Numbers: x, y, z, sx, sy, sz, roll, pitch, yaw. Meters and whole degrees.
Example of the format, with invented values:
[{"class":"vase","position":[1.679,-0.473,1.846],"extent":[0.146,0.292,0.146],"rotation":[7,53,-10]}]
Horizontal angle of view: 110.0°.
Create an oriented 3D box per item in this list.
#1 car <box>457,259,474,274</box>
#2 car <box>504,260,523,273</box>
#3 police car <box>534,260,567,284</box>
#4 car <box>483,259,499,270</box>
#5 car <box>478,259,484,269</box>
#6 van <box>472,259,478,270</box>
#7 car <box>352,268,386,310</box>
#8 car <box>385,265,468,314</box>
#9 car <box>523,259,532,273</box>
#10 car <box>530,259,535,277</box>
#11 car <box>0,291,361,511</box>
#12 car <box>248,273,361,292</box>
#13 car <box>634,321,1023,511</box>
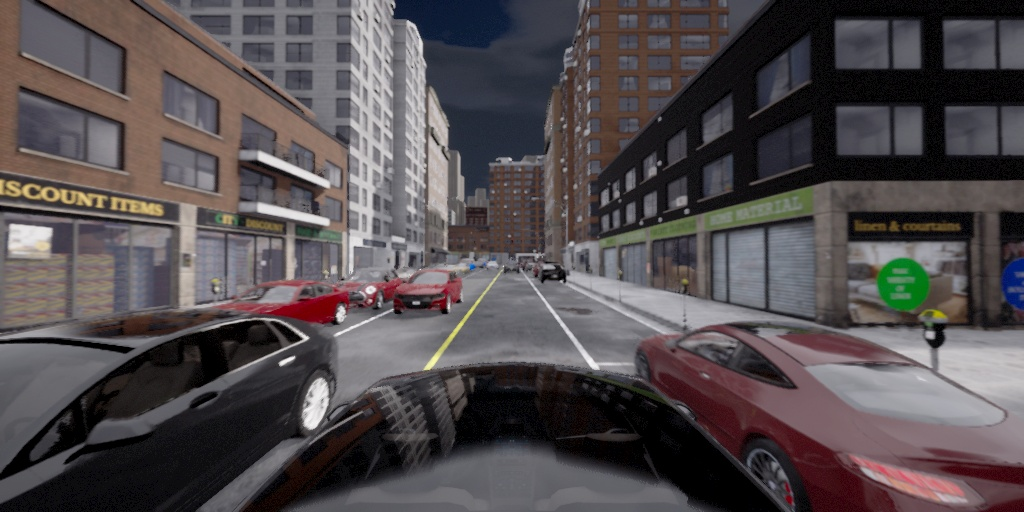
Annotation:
[{"class":"car","position":[-5.902,1.432,41.965],"extent":[1.751,1.417,4.829],"rotation":[0,0,0]},{"class":"car","position":[-0.036,1.426,46.200],"extent":[2.128,1.511,4.902],"rotation":[0,0,0]},{"class":"police car","position":[3.104,1.264,28.456],"extent":[1.930,1.638,5.238],"rotation":[0,0,0]},{"class":"car","position":[-3.112,1.524,57.610],"extent":[1.812,1.442,4.674],"rotation":[0,0,0]},{"class":"car","position":[-5.927,1.608,64.062],"extent":[1.948,1.339,4.313],"rotation":[0,0,0]},{"class":"van","position":[-5.908,1.278,47.617],"extent":[1.690,1.789,3.998],"rotation":[0,0,0]},{"class":"car","position":[-5.871,1.231,14.728],"extent":[1.967,1.591,4.097],"rotation":[0,0,0]},{"class":"car","position":[-3.103,1.266,14.121],"extent":[1.882,1.535,5.008],"rotation":[0,0,0]},{"class":"car","position":[2.617,1.485,47.624],"extent":[2.007,1.370,4.403],"rotation":[0,0,0]},{"class":"car","position":[3.102,1.348,35.347],"extent":[1.882,1.535,5.008],"rotation":[0,0,0]},{"class":"car","position":[-3.098,1.260,2.647],"extent":[1.837,1.490,4.892],"rotation":[0,-1,0]},{"class":"car","position":[-5.864,1.318,9.246],"extent":[1.888,1.381,4.507],"rotation":[0,0,0]},{"class":"car","position":[2.667,1.336,3.766],"extent":[1.802,1.307,4.207],"rotation":[0,0,0]}]
